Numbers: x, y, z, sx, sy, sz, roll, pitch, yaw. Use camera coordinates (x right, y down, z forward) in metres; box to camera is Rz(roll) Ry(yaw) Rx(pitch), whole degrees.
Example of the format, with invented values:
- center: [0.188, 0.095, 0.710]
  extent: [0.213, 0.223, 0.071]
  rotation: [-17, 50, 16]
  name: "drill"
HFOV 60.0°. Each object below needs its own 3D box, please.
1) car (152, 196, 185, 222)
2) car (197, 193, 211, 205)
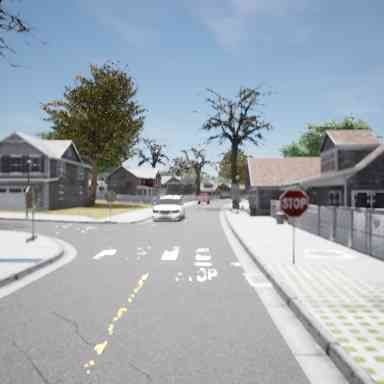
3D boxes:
- center: [-1.802, 1.370, 27.052]
  extent: [2.150, 2.045, 5.566]
  rotation: [0, 2, 4]
  name: "car"
- center: [2.282, 1.261, 63.823]
  extent: [2.150, 2.045, 5.566]
  rotation: [0, 0, 9]
  name: "car"
